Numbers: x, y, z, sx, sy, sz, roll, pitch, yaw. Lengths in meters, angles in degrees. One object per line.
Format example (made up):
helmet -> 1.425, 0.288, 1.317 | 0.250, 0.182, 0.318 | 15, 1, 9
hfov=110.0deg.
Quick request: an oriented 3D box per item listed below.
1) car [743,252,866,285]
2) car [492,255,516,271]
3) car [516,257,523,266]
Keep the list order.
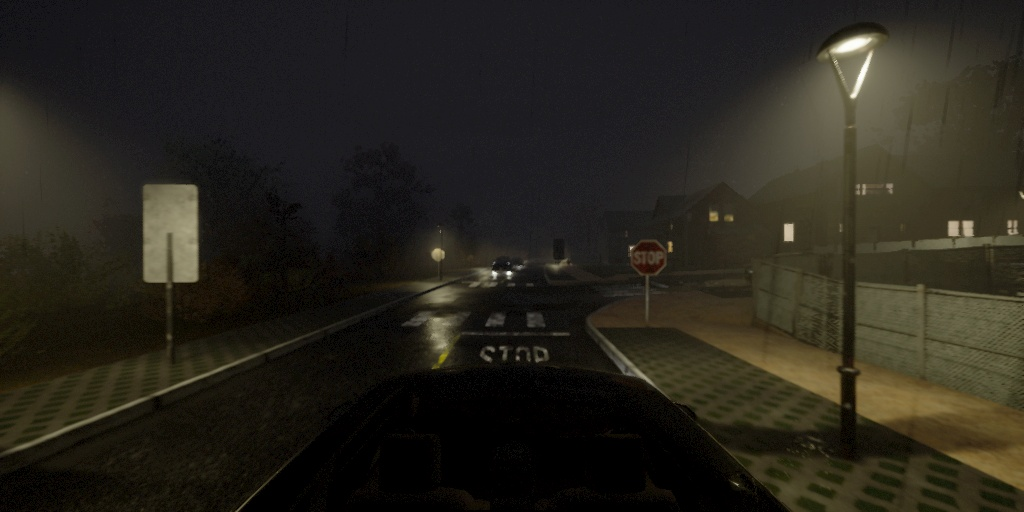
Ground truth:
car -> 12.028, 0.525, 14.838 | 4.181, 1.385, 1.994 | -3, 0, 6
car -> -1.022, 0.776, 40.926 | 2.097, 1.767, 4.553 | 0, 1, 5
car -> 0.663, 0.822, 56.721 | 1.994, 1.385, 4.181 | 0, 1, 7
